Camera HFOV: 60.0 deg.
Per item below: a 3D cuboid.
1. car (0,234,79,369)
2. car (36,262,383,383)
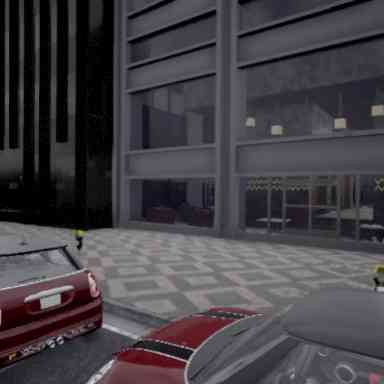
[{"bbox_3d":[-3.378,1.407,5.365,4.097,1.590,1.967,0,0,35],"label":"car"},{"bbox_3d":[1.040,1.438,2.216,4.097,1.590,1.967,0,0,35],"label":"car"}]
